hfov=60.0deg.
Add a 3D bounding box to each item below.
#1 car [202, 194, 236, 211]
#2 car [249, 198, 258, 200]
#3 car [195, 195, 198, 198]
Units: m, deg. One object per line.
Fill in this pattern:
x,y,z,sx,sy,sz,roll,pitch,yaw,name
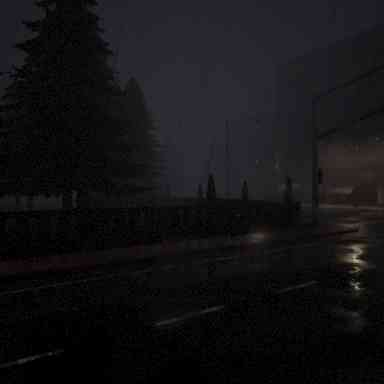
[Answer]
2.945,1.305,35.864,1.882,1.535,5.008,0,0,-28,car
6.578,1.375,36.503,1.994,1.385,4.181,0,0,-29,car
1.259,1.390,51.110,1.895,1.301,4.718,0,0,-8,car
